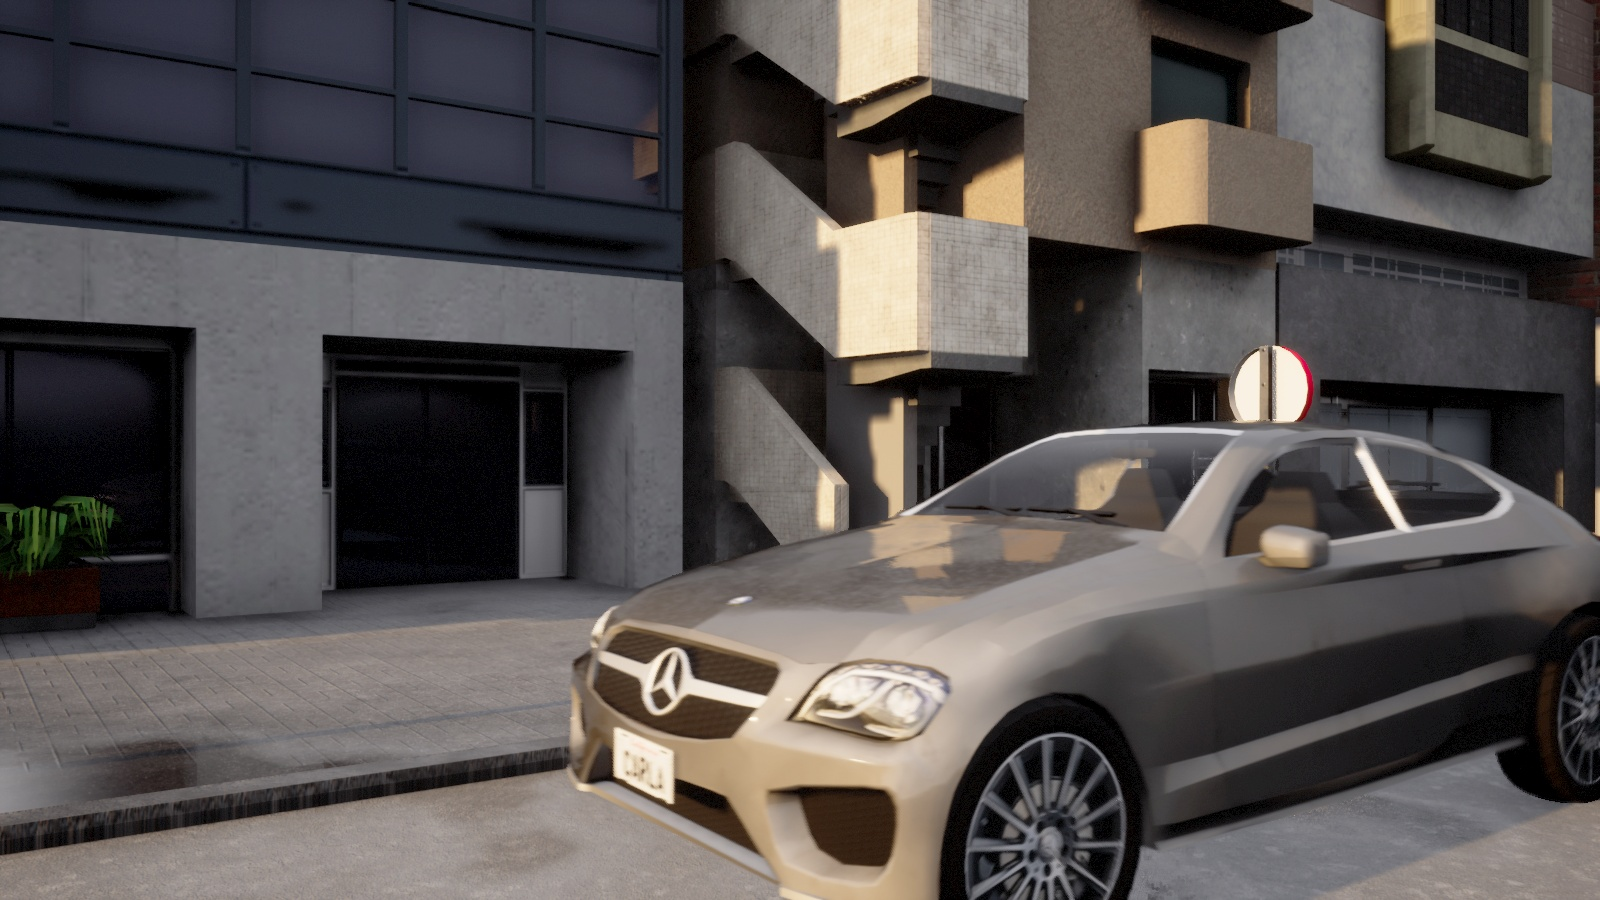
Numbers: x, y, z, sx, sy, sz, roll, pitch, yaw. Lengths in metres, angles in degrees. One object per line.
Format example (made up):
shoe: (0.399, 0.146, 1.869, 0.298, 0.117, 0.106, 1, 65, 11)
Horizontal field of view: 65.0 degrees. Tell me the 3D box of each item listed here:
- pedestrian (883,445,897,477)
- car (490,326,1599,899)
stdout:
pedestrian: (5.173, 0.614, 72.303, 0.402, 1.842, 0.726, 0, 0, -36)
car: (1.503, 0.533, 5.315, 5.027, 1.651, 2.152, 0, 0, -35)
